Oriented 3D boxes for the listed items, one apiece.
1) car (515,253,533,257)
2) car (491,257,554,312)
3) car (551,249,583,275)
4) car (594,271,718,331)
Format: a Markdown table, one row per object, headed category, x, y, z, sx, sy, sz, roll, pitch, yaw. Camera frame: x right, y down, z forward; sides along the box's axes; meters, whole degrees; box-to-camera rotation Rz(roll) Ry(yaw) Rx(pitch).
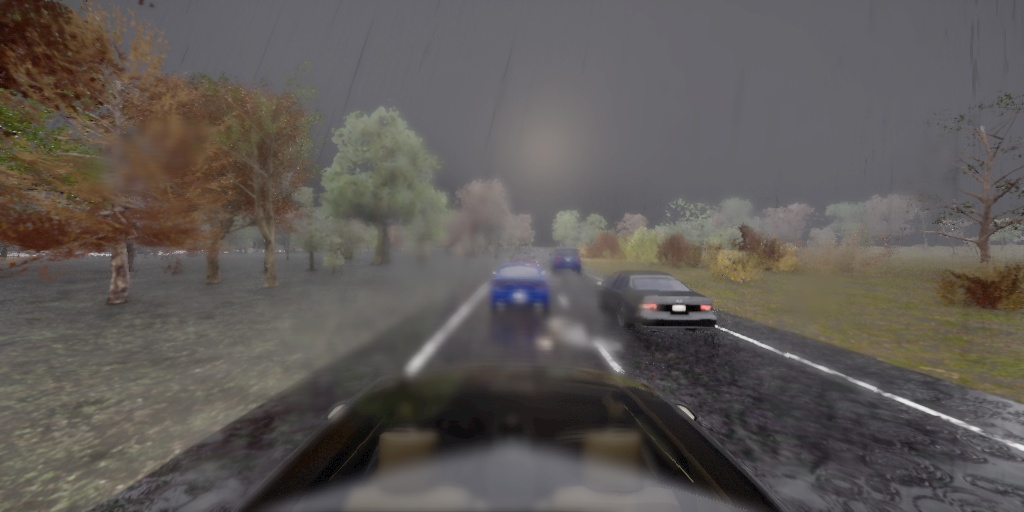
| category | x | y | z | sx | sy | sz | roll | pitch | yaw |
| --- | --- | --- | --- | --- | --- | --- | --- | --- | --- |
| car | 1.004 | 0.526 | 30.167 | 2.097 | 1.767 | 4.553 | 0 | 1 | 3 |
| car | 0.335 | 0.996 | 13.127 | 1.882 | 1.535 | 5.008 | 0 | 1 | 2 |
| car | 4.471 | 0.423 | 29.448 | 2.150 | 2.045 | 5.566 | 0 | 1 | 3 |
| car | 3.743 | 1.137 | 10.373 | 2.033 | 1.411 | 5.357 | 0 | 1 | 2 |
